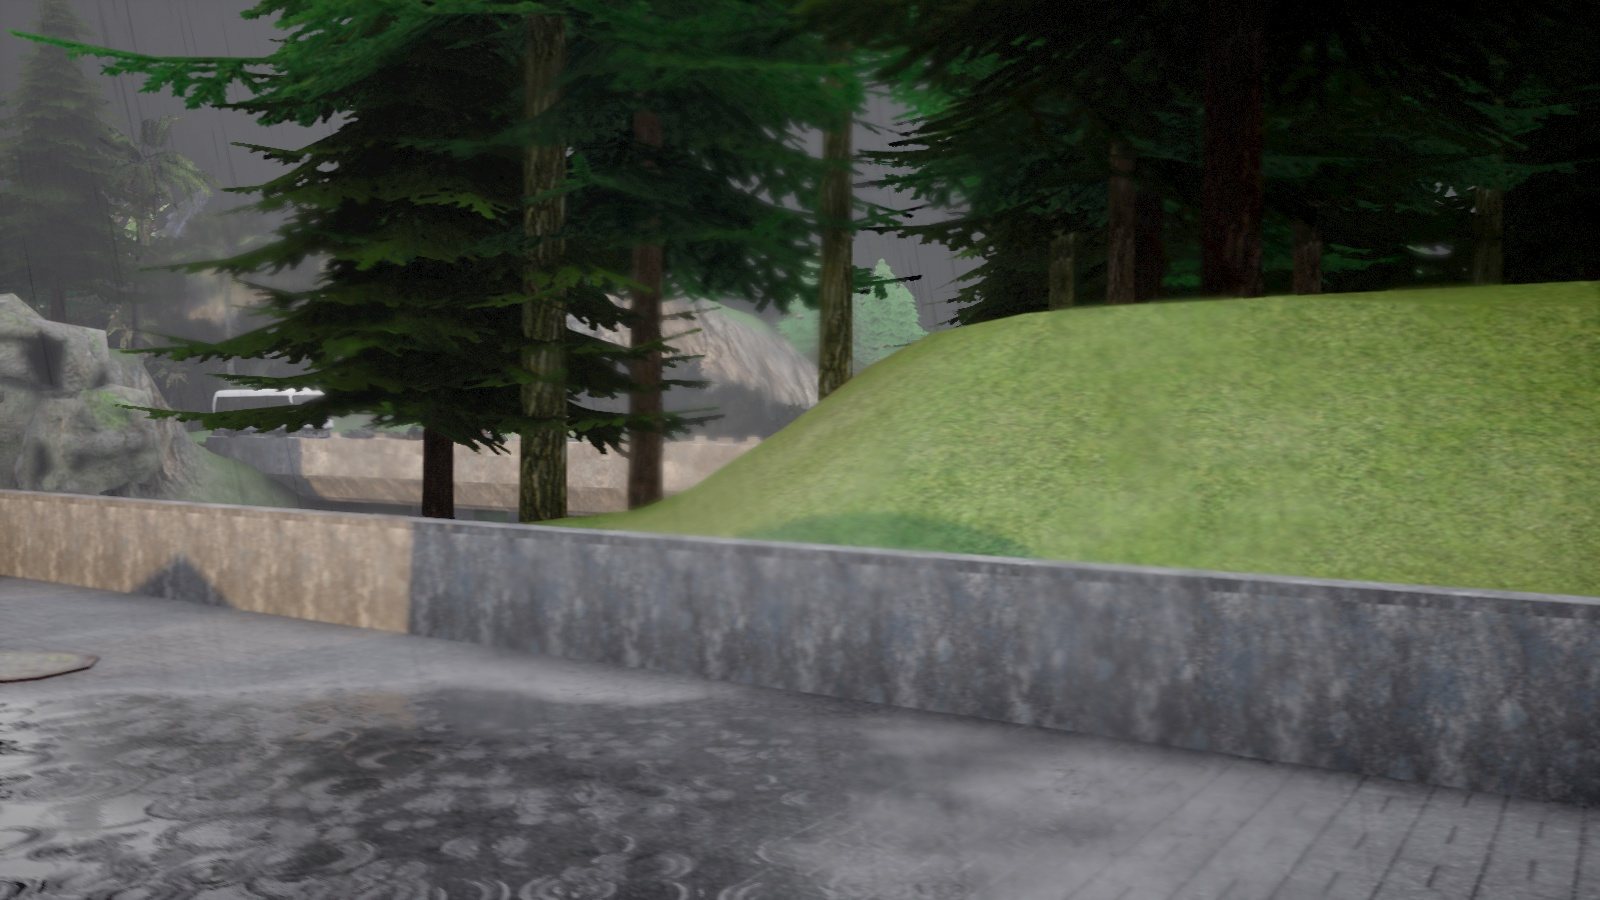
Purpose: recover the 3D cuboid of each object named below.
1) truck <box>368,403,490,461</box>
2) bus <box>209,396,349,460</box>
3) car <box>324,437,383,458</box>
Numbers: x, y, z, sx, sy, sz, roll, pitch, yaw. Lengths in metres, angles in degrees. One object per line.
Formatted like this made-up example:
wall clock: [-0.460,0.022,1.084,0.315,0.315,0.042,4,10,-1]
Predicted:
truck: [-23.449,-1.119,79.216,7.936,3.462,2.891,0,1,34]
bus: [-36.559,-1.514,87.905,10.273,4.253,3.944,0,1,34]
car: [-31.846,-0.189,89.607,4.193,1.474,1.816,0,1,34]
